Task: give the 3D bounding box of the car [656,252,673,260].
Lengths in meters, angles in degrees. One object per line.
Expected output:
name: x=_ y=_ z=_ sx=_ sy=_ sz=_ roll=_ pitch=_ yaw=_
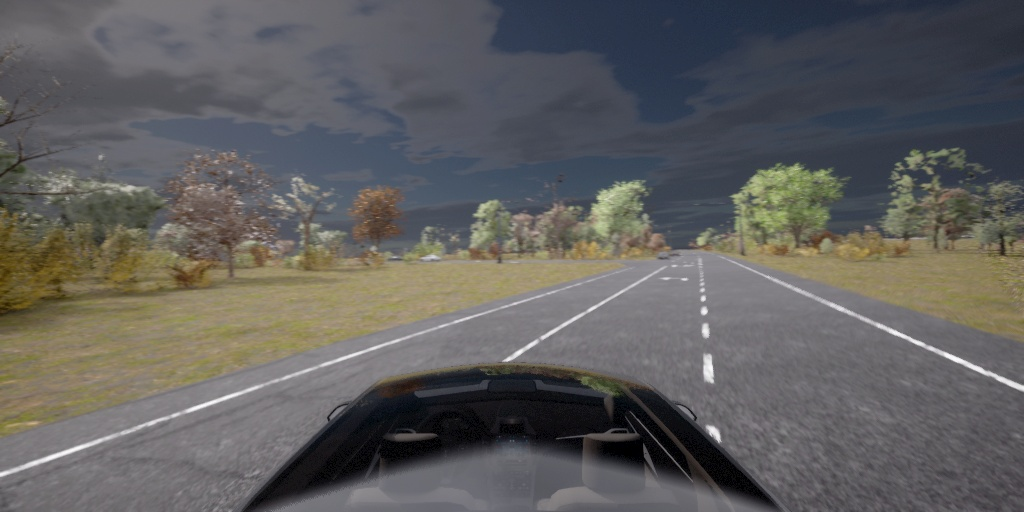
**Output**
car: x=25.082 y=0.008 z=59.309 sx=1.837 sy=1.490 sz=4.892 roll=-1 pitch=0 yaw=28
